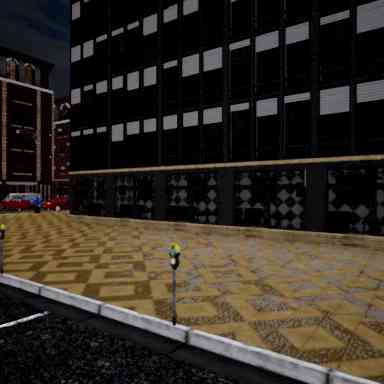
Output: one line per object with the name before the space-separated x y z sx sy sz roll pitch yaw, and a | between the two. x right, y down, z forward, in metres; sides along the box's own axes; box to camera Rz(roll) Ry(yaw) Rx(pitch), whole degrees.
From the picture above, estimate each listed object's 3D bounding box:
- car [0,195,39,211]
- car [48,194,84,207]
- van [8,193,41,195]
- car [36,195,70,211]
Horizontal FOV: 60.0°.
car | -19.429 1.306 36.055 1.994 1.385 4.181 0 1 35
car | -16.737 1.075 44.207 1.967 1.590 4.097 1 1 35
van | -19.972 1.046 39.566 1.690 1.788 3.998 1 1 35
car | -13.495 1.266 35.083 1.887 1.381 4.507 1 1 35
